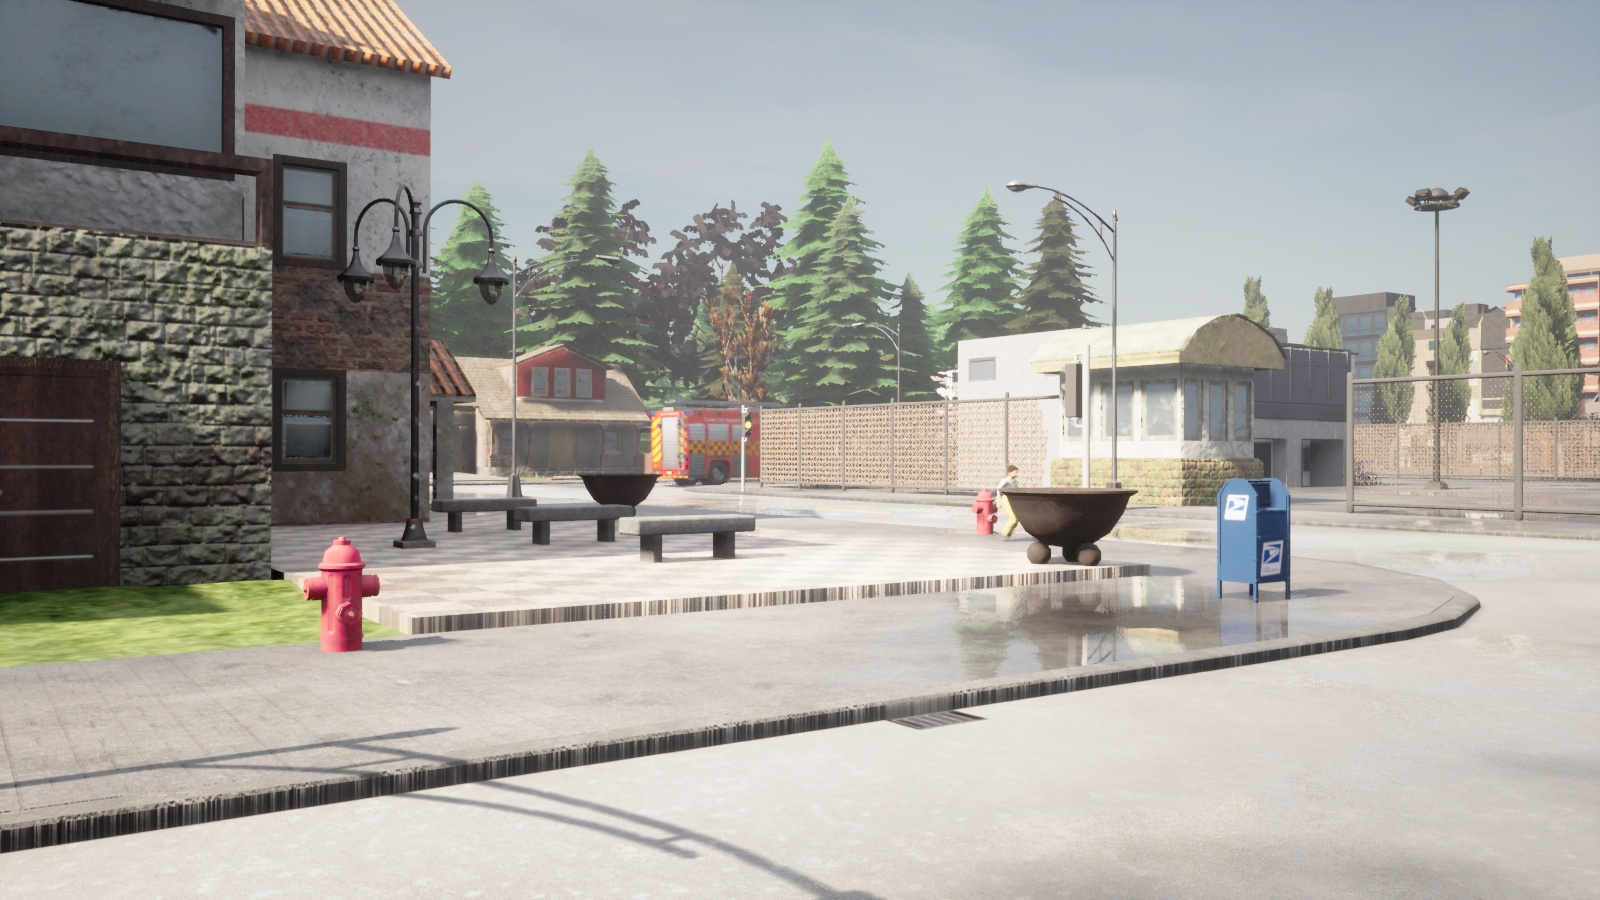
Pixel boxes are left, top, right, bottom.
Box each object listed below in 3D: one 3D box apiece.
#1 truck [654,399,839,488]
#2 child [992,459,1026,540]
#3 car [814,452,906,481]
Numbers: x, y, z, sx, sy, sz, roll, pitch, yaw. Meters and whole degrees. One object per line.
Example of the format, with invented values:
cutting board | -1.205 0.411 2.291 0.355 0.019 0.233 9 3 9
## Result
truck | -2.329 -0.274 57.600 8.468 3.827 2.891 0 0 -40
child | 3.284 0.774 19.746 0.437 1.263 0.270 0 0 42
car | 3.182 0.847 66.232 4.514 1.525 2.007 0 0 -35
